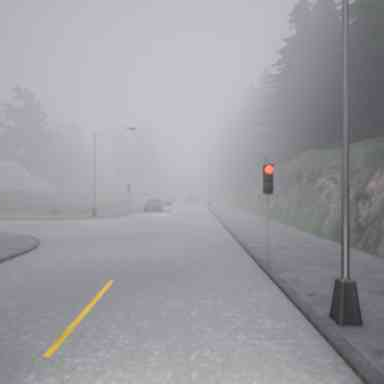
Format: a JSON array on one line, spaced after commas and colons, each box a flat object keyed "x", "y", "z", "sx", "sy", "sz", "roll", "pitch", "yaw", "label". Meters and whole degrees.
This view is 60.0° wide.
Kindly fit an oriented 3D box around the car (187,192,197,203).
[{"x": 0.020, "y": 1.289, "z": 68.601, "sx": 2.097, "sy": 1.767, "sz": 4.553, "roll": 0, "pitch": 0, "yaw": 0, "label": "car"}]

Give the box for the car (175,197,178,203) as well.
[{"x": -4.006, "y": 1.465, "z": 65.691, "sx": 1.812, "sy": 1.442, "sz": 4.674, "roll": 0, "pitch": 0, "yaw": 1, "label": "car"}]

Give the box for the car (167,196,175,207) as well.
[{"x": -4.070, "y": 1.478, "z": 51.557, "sx": 1.812, "sy": 1.442, "sz": 4.674, "roll": 0, "pitch": 0, "yaw": 0, "label": "car"}]

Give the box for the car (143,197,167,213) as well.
[{"x": -4.086, "y": 1.472, "z": 36.057, "sx": 1.837, "sy": 1.490, "sz": 4.892, "roll": 0, "pitch": 0, "yaw": 0, "label": "car"}]

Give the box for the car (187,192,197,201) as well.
[{"x": 0.023, "y": 1.036, "z": 78.696, "sx": 2.150, "sy": 2.045, "sz": 5.566, "roll": 0, "pitch": 0, "yaw": 0, "label": "car"}]
